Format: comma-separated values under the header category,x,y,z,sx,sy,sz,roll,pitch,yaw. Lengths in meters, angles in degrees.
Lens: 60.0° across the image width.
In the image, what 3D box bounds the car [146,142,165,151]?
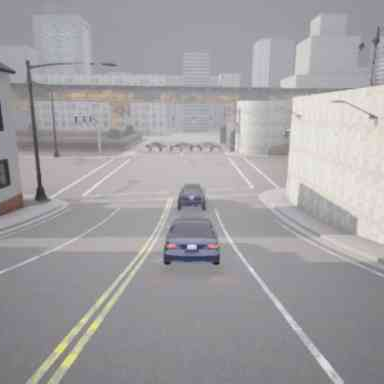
category,x,y,z,sx,sy,sz,roll,pitch,yaw
car,-6.661,-8.764,63.806,4.974,1.542,2.038,13,18,42

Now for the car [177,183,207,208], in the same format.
category,x,y,z,sx,sy,sz,roll,pitch,yaw
car,0.046,0.092,25.814,2.097,1.767,4.553,0,10,2

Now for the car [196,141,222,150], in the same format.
category,x,y,z,sx,sy,sz,roll,pitch,yaw
car,3.275,-9.025,64.520,4.536,1.218,1.853,8,15,28

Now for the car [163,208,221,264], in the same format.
category,x,y,z,sx,sy,sz,roll,pitch,yaw
car,0.007,1.573,11.981,2.033,1.411,5.357,0,1,0

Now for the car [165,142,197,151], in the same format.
category,x,y,z,sx,sy,sz,roll,pitch,yaw
car,-2.053,-8.728,63.792,4.974,1.542,2.038,-9,16,-35

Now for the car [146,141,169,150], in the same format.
category,x,y,z,sx,sy,sz,roll,pitch,yaw
car,-6.697,-8.925,63.804,4.536,1.218,1.853,13,18,42

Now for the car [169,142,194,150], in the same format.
category,x,y,z,sx,sy,sz,roll,pitch,yaw
car,-2.010,-8.888,63.786,4.536,1.218,1.853,-9,16,-35

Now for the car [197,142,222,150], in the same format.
category,x,y,z,sx,sy,sz,roll,pitch,yaw
car,3.319,-8.866,64.532,4.974,1.542,2.038,8,15,28
